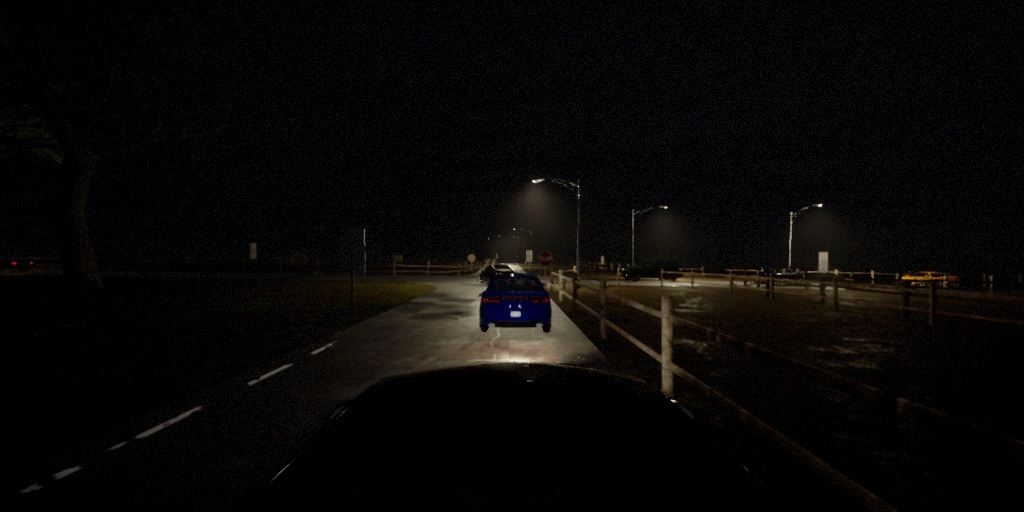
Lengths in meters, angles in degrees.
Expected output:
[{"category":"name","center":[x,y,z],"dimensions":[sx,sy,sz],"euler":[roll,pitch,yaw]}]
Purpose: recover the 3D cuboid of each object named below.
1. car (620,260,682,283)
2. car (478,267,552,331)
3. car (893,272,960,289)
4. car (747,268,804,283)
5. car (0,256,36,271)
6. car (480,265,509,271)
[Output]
[{"category":"car","center":[13.016,1.355,33.701],"dimensions":[5.566,2.045,2.150],"euler":[1,1,1]},{"category":"car","center":[0.099,1.265,11.103],"dimensions":[1.882,1.535,5.008],"euler":[0,0,0]},{"category":"car","center":[39.029,2.220,33.833],"dimensions":[5.008,1.535,1.882],"euler":[1,1,0]},{"category":"car","center":[24.819,1.899,33.761],"dimensions":[4.892,1.490,1.837],"euler":[2,1,0]},{"category":"car","center":[-47.807,0.674,33.250],"dimensions":[5.357,1.411,2.033],"euler":[1,1,0]},{"category":"car","center":[-1.118,1.351,25.830],"dimensions":[1.837,1.490,4.892],"euler":[1,0,-16]}]
